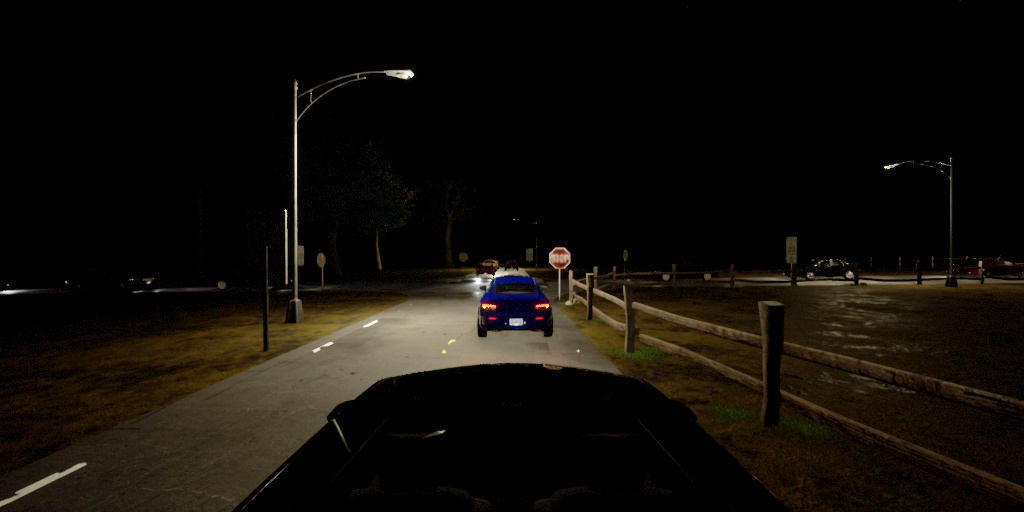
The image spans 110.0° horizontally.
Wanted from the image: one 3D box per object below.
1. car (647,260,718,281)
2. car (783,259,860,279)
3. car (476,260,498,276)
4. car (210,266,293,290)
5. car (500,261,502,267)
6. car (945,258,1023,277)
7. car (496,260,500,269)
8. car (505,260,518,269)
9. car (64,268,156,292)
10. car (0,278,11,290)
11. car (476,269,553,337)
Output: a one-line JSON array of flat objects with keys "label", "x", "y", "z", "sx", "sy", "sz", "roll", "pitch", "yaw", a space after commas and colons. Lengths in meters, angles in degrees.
[{"label": "car", "x": 12.733, "y": 1.054, "z": 26.920, "sx": 5.008, "sy": 1.535, "sz": 1.882, "roll": -1, "pitch": 1, "yaw": -1}, {"label": "car", "x": 23.123, "y": 0.959, "z": 26.925, "sx": 4.892, "sy": 1.490, "sz": 1.837, "roll": -1, "pitch": 1, "yaw": 0}, {"label": "car", "x": -2.632, "y": 1.365, "z": 35.804, "sx": 1.895, "sy": 1.301, "sz": 4.718, "roll": 0, "pitch": 0, "yaw": -4}, {"label": "car", "x": -17.335, "y": 1.431, "z": 24.136, "sx": 5.008, "sy": 1.535, "sz": 1.882, "roll": -1, "pitch": 1, "yaw": 0}, {"label": "car", "x": -2.935, "y": 1.371, "z": 58.859, "sx": 2.033, "sy": 1.411, "sz": 5.357, "roll": 0, "pitch": 0, "yaw": 1}, {"label": "car", "x": 35.368, "y": 0.873, "z": 26.885, "sx": 4.181, "sy": 1.385, "sz": 1.994, "roll": -1, "pitch": 1, "yaw": 0}, {"label": "car", "x": -2.955, "y": 1.263, "z": 47.094, "sx": 1.882, "sy": 1.535, "sz": 5.008, "roll": 0, "pitch": 0, "yaw": 0}, {"label": "car", "x": -0.058, "y": 1.327, "z": 52.766, "sx": 1.812, "sy": 1.442, "sz": 4.674, "roll": 0, "pitch": 0, "yaw": 0}, {"label": "car", "x": -26.914, "y": 1.551, "z": 24.136, "sx": 4.902, "sy": 1.511, "sz": 2.128, "roll": -1, "pitch": 1, "yaw": 0}, {"label": "car", "x": -36.917, "y": 1.737, "z": 24.179, "sx": 4.181, "sy": 1.385, "sz": 1.994, "roll": -1, "pitch": 1, "yaw": 1}, {"label": "car", "x": 0.052, "y": 1.275, "z": 10.128, "sx": 1.812, "sy": 1.442, "sz": 4.674, "roll": 0, "pitch": 0, "yaw": -1}]
